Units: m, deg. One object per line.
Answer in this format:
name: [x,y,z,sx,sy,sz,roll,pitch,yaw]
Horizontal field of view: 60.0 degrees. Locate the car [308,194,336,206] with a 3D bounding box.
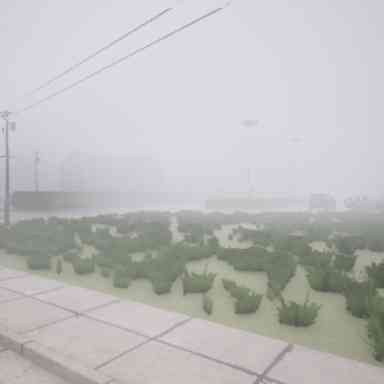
car: [15.898,1.210,40.547,2.150,2.045,5.566,0,0,35]

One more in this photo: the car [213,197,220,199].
car: [4.758,1.502,55.426,1.812,1.442,4.674,0,0,35]

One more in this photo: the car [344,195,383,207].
car: [19.881,1.303,37.924,4.605,1.855,1.932,0,0,35]

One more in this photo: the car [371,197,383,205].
car: [32.639,1.511,56.434,3.905,1.438,1.784,0,0,35]
